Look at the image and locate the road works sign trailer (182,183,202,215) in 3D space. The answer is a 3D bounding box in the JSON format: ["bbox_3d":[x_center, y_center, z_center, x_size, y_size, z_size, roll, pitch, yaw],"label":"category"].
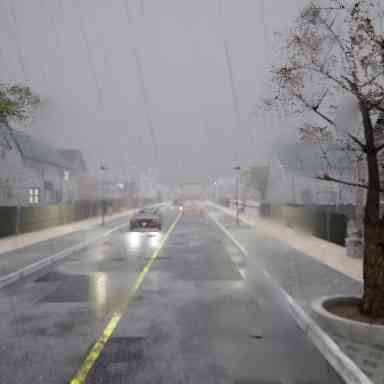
[{"bbox_3d":[0.023,0.779,38.775,2.380,3.560,2.880,0,-1,0],"label":"road works sign trailer"}]

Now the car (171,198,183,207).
[{"bbox_3d":[-2.758,1.923,62.813,2.097,1.767,4.553,0,-1,1],"label":"car"}]

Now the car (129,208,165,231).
[{"bbox_3d":[-2.840,1.724,21.781,1.994,1.385,4.181,0,0,0],"label":"car"}]
